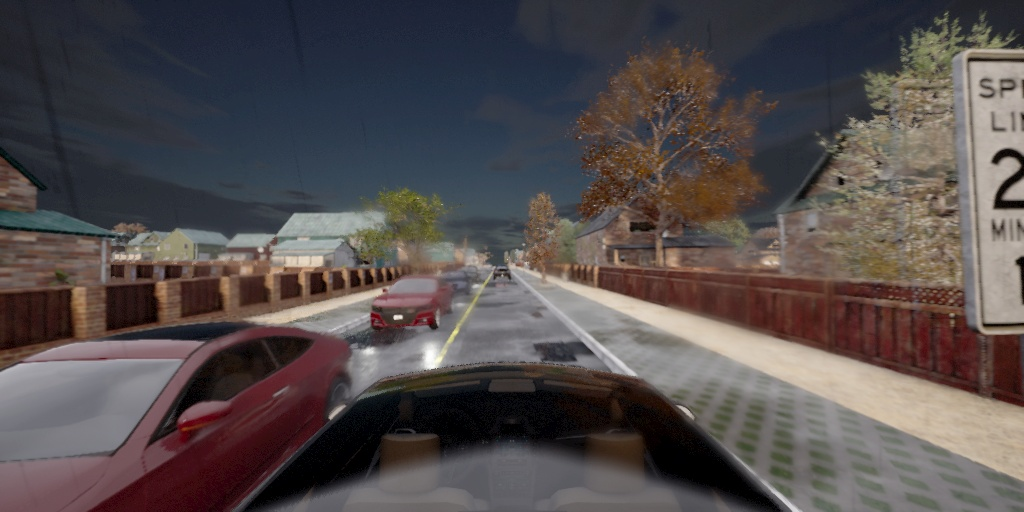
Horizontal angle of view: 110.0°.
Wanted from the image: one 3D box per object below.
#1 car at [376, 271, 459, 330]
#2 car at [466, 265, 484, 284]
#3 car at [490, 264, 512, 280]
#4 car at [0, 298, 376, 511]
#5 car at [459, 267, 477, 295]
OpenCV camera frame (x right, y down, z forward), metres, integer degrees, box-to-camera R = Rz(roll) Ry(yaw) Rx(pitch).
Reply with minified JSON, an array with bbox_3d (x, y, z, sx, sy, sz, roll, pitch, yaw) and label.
[{"bbox_3d":[-3.120,1.397,12.071,1.882,1.535,5.008,-1,-1,-2],"label":"car"},{"bbox_3d":[-3.768,1.685,32.189,1.837,1.490,4.892,-1,0,-2],"label":"car"},{"bbox_3d":[-1.045,1.722,37.750,1.837,1.490,4.892,-1,-1,-2],"label":"car"},{"bbox_3d":[-2.802,1.329,2.731,1.812,1.442,4.674,-1,-1,-2],"label":"car"},{"bbox_3d":[-3.448,1.610,21.934,1.994,1.385,4.181,-1,-1,-2],"label":"car"}]
